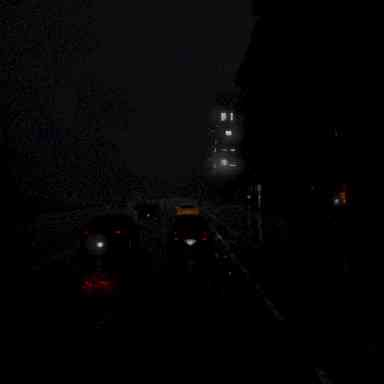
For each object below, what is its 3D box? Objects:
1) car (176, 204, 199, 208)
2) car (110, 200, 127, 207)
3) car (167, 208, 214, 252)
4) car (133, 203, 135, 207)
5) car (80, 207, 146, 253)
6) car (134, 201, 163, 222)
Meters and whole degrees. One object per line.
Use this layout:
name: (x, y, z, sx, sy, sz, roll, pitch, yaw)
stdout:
car: (-0.373, 1.771, 29.690, 1.882, 1.535, 5.008, 0, 0, -1)
car: (-10.835, 1.990, 49.349, 2.128, 1.511, 4.902, 0, -1, -2)
car: (-0.079, 1.667, 14.508, 1.812, 1.442, 4.674, 0, 0, 0)
car: (-7.588, 2.063, 49.474, 1.994, 1.385, 4.181, 0, -1, -2)
car: (-3.329, 1.648, 14.393, 1.837, 1.490, 4.892, 0, 0, -1)
car: (-3.622, 1.770, 29.600, 1.882, 1.535, 5.008, 0, 0, -1)
